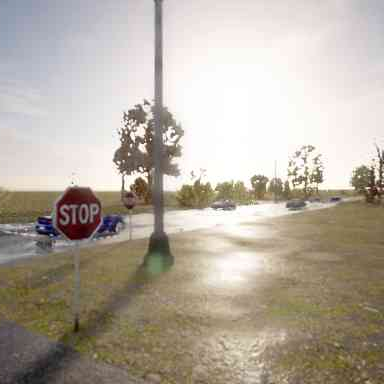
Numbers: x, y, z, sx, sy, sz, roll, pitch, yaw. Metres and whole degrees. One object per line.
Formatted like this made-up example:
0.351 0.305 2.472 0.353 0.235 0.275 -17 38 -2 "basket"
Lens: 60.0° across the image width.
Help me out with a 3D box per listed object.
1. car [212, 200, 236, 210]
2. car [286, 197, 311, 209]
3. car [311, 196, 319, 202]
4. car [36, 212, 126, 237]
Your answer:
4.401 1.763 45.605 1.994 1.385 4.181 0 0 34 "car"
15.659 1.763 49.777 2.033 1.411 5.357 0 0 34 "car"
31.461 1.820 85.793 2.128 1.511 4.902 0 0 34 "car"
-5.777 1.575 17.939 1.882 1.535 5.008 0 0 34 "car"
